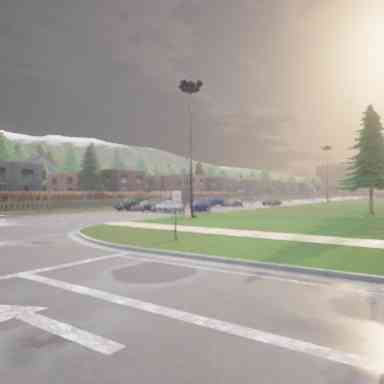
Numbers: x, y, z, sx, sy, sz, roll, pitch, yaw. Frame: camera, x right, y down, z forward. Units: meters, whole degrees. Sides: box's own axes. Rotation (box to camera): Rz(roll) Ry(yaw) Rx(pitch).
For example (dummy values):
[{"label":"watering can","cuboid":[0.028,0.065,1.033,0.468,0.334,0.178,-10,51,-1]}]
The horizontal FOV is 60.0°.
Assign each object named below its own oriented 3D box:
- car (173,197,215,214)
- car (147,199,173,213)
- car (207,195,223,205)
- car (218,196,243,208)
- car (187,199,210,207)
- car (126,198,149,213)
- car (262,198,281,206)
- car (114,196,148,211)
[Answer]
[{"label":"car","cuboid":[0.326,1.716,39.212,1.882,1.535,5.008,-1,0,35]},{"label":"car","cuboid":[-2.965,1.801,40.603,1.812,1.442,4.674,-1,0,35]},{"label":"car","cuboid":[3.476,1.539,55.921,2.150,2.045,5.566,-1,-1,35]},{"label":"car","cuboid":[6.705,1.804,54.437,1.812,1.442,4.674,-1,0,35]},{"label":"car","cuboid":[1.208,1.916,58.764,1.994,1.385,4.181,-1,0,35]},{"label":"car","cuboid":[-5.836,1.838,42.608,1.812,1.442,4.674,-1,0,35]},{"label":"car","cuboid":[14.144,1.790,58.891,2.033,1.411,5.357,-1,0,35]},{"label":"car","cuboid":[-8.051,1.568,45.541,2.150,2.045,5.566,-1,0,35]}]
